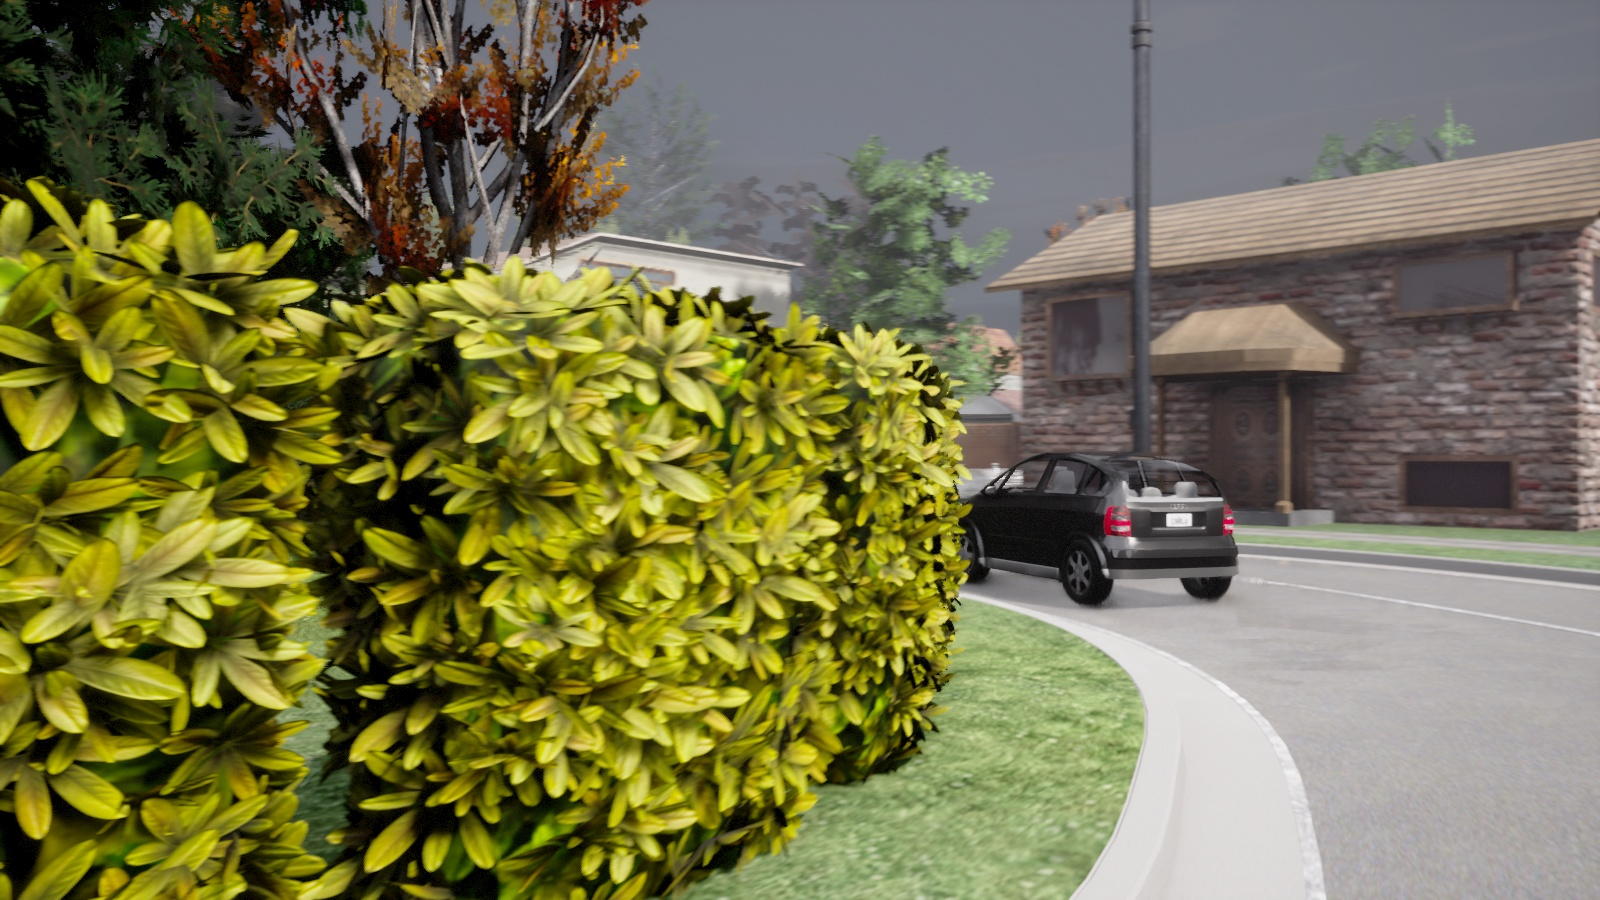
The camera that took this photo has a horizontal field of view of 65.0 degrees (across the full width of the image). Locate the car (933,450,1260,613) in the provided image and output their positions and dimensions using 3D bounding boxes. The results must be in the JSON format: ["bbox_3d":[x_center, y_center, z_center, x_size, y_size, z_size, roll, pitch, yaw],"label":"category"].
[{"bbox_3d":[3.116,0.788,13.989,1.789,1.549,3.705,0,0,-20],"label":"car"}]
